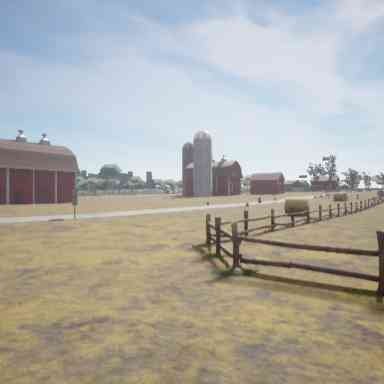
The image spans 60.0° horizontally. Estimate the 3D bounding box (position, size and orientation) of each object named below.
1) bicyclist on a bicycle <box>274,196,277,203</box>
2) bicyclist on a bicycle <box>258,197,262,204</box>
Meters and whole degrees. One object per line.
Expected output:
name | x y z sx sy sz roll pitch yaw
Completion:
bicyclist on a bicycle | 19.790 1.766 78.764 0.866 1.612 1.509 2 3 35
bicyclist on a bicycle | 14.572 1.813 71.452 0.582 1.620 1.656 -1 -1 35
